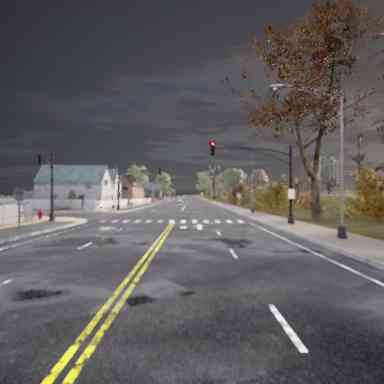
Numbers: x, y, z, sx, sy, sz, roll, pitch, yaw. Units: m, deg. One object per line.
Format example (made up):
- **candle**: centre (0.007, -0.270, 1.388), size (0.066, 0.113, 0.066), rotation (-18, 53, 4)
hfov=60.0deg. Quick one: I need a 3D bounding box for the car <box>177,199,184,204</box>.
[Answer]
- **car**: centre (-3.243, 2.649, 92.588), size (1.812, 1.442, 4.674), rotation (0, -1, 0)
